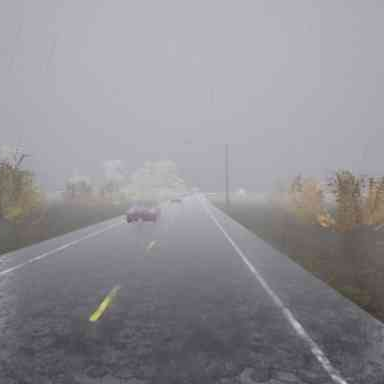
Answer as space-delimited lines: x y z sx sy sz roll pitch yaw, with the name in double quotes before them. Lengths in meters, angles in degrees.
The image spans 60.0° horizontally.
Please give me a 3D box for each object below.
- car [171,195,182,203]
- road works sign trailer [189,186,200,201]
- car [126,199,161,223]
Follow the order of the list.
"car" -3.049 1.313 65.503 2.097 1.767 4.553 0 0 1
"road works sign trailer" 0.706 0.421 82.340 2.380 3.560 2.880 0 0 1
"car" -3.521 1.333 24.959 2.097 1.767 4.553 0 0 0
